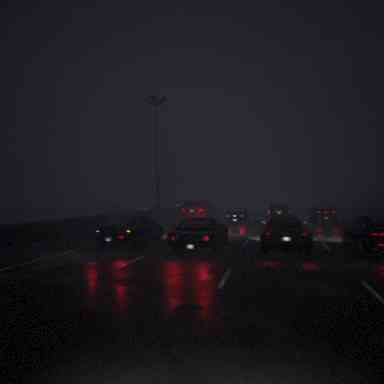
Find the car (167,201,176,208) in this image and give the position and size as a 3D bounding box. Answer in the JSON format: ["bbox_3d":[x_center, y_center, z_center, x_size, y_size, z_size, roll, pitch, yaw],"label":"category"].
[{"bbox_3d":[-3.329,2.821,72.980,1.837,1.490,4.892,-1,-1,14],"label":"car"}]

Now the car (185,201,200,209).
[{"bbox_3d":[0.071,2.794,72.151,2.128,1.511,4.902,-1,-1,14],"label":"car"}]

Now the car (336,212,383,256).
[{"bbox_3d":[7.315,1.600,13.233,1.837,1.490,4.892,-1,-1,14],"label":"car"}]

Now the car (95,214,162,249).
[{"bbox_3d":[-2.860,1.776,15.818,1.812,1.442,4.674,-1,-1,14],"label":"car"}]

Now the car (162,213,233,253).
[{"bbox_3d":[0.463,1.794,14.683,1.895,1.301,4.718,-1,-1,14],"label":"car"}]

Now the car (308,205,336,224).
[{"bbox_3d":[10.874,1.819,27.823,2.128,1.511,4.902,-1,-1,14],"label":"car"}]

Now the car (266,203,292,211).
[{"bbox_3d":[7.415,1.725,28.424,2.097,1.767,4.553,-1,-1,14],"label":"car"}]

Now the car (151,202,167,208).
[{"bbox_3d":[-6.729,2.851,73.809,1.882,1.535,5.008,-1,-1,14],"label":"car"}]

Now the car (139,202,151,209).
[{"bbox_3d":[-10.129,2.965,74.637,2.033,1.411,5.357,-1,-1,14],"label":"car"}]

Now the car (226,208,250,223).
[{"bbox_3d":[4.023,2.028,29.273,1.895,1.301,4.718,-1,-1,14],"label":"car"}]

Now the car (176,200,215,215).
[{"bbox_3d":[0.601,1.695,30.040,2.150,2.045,5.566,-1,-1,14],"label":"car"}]

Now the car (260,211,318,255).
[{"bbox_3d":[3.914,1.709,14.058,1.994,1.385,4.181,-1,-1,14],"label":"car"}]
